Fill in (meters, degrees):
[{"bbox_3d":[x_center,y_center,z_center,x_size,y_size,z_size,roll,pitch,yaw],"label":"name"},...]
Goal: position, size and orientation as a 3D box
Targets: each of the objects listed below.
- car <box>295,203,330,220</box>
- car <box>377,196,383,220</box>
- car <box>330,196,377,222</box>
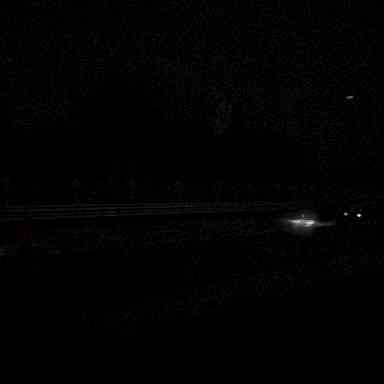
[{"bbox_3d":[11.450,1.658,29.358,5.357,1.411,2.033,1,0,-35],"label":"car"},{"bbox_3d":[15.971,1.336,23.984,5.566,2.045,2.150,1,0,-35],"label":"car"},{"bbox_3d":[13.898,1.336,26.805,5.566,2.045,2.150,1,0,-35],"label":"car"}]
